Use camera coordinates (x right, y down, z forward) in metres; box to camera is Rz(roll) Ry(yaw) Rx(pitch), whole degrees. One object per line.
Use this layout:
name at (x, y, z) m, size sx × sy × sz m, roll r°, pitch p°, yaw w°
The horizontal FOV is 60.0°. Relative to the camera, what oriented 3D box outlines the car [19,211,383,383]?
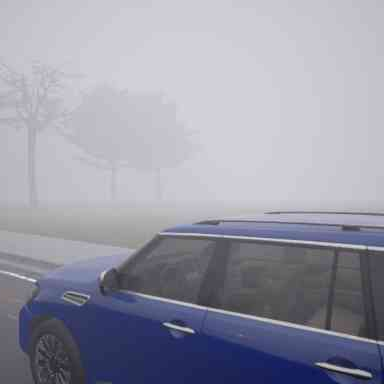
car at (0.588, 1.222, 3.273) m, size 5.566 × 2.045 × 2.150 m, roll 0°, pitch 0°, yaw 35°
